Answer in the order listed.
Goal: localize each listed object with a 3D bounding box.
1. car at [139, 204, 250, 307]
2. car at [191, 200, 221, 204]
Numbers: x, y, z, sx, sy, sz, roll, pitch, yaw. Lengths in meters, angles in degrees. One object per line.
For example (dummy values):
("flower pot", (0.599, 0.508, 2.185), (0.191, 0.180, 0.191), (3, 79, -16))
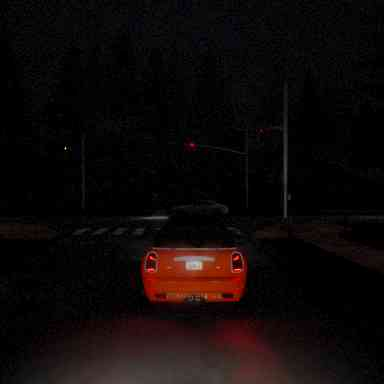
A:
("car", (0.049, 1.352, 8.149), (2.097, 1.767, 4.553), (0, 0, 0))
("car", (0.645, 1.363, 27.345), (4.674, 1.442, 1.812), (0, 0, 0))
